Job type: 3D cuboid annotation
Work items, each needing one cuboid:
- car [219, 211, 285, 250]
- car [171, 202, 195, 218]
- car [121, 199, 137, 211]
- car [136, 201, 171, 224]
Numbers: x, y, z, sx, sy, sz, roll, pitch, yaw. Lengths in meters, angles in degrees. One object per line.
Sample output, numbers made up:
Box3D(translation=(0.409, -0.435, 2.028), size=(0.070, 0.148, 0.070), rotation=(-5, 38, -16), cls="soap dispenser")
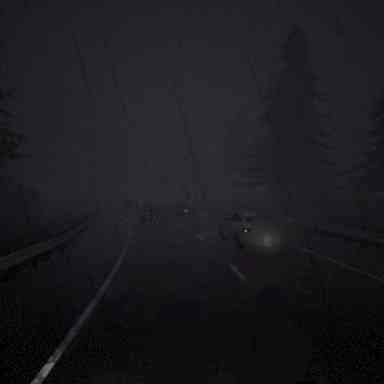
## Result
Box3D(translation=(2.468, 1.560, 14.410), size=(1.812, 1.442, 4.674), rotation=(0, 0, -7), cls="car")
Box3D(translation=(-1.061, 1.651, 31.752), size=(1.994, 1.385, 4.181), rotation=(0, 0, -15), cls="car")
Box3D(translation=(-7.705, 1.630, 41.927), size=(1.837, 1.490, 4.892), rotation=(0, -1, -17), cls="car")
Box3D(translation=(-3.049, 1.600, 25.353), size=(1.812, 1.442, 4.674), rotation=(0, 0, -12), cls="car")
